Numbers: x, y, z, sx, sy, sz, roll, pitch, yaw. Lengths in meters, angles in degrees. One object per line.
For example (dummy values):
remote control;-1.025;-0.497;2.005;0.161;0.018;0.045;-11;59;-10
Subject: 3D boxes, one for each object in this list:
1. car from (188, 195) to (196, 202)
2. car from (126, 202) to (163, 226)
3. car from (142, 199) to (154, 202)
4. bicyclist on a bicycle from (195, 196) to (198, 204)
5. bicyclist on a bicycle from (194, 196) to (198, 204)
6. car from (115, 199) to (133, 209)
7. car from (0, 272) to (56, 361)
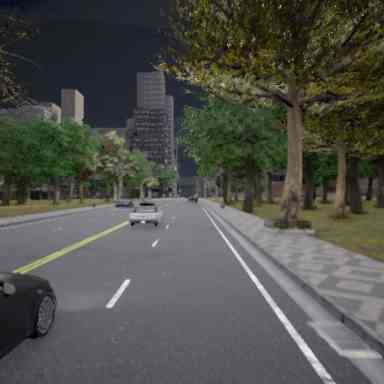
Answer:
car;-0.019;1.853;82.879;1.837;1.490;4.892;0;0;0
car;-3.155;1.649;23.695;1.895;1.301;4.718;0;0;0
car;-6.582;1.749;48.925;1.895;1.301;4.718;0;0;0
bicyclist on a bicycle;0.880;1.590;60.480;0.659;1.776;1.843;0;0;0
bicyclist on a bicycle;0.875;1.725;69.887;0.866;1.612;1.509;0;0;0
car;-9.828;1.694;48.791;2.033;1.411;5.357;0;0;0
car;-3.164;1.530;3.622;1.812;1.442;4.674;0;0;0
